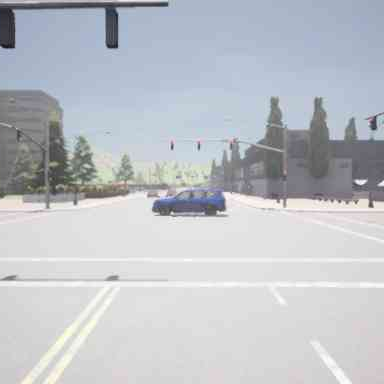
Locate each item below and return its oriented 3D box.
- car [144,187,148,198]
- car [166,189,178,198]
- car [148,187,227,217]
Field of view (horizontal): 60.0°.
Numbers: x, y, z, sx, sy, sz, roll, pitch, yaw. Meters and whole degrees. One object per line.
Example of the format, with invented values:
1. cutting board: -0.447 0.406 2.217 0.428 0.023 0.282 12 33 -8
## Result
1. car: -7.049 0.349 60.251 1.812 1.442 4.674 0 1 1
2. car: -3.550 0.301 60.259 1.882 1.535 5.008 0 1 1
3. car: -0.155 0.817 24.758 5.566 2.045 2.150 0 1 2
